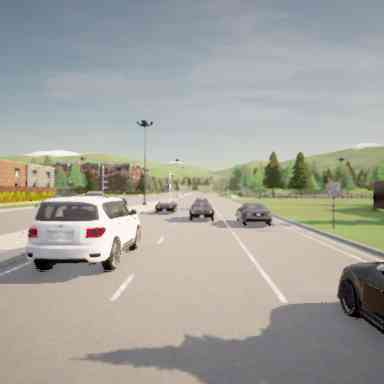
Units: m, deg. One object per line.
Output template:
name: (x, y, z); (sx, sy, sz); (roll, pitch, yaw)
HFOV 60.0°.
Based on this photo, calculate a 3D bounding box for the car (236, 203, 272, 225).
car: (4.177, 1.441, 22.938); (2.033, 1.411, 5.357); (0, 0, 2)

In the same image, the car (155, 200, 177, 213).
car: (-2.526, 1.428, 33.665); (1.895, 1.301, 4.718); (0, 0, 2)

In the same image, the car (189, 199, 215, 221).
car: (0.768, 1.472, 26.216); (1.895, 1.301, 4.718); (0, 0, 2)

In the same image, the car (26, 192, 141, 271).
car: (-3.151, 1.161, 10.826); (2.150, 2.045, 5.566); (0, 0, 1)

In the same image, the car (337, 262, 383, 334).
car: (3.749, 1.548, 4.671); (1.994, 1.385, 4.181); (0, 0, 1)

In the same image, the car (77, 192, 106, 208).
car: (-13.782, 0.987, 46.116); (2.150, 2.045, 5.566); (0, 0, 2)

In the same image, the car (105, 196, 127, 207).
car: (-10.302, 1.319, 45.575); (1.994, 1.385, 4.181); (0, 0, 2)
